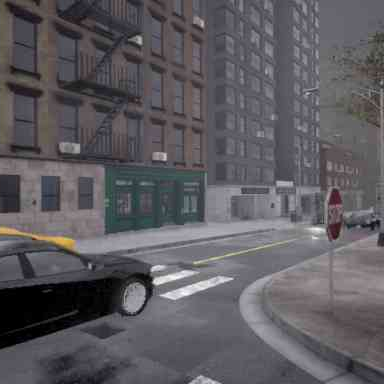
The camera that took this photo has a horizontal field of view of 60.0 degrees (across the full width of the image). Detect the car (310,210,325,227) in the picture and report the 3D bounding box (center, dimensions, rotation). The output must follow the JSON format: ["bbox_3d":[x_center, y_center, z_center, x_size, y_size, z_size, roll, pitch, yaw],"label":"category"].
[{"bbox_3d":[11.567,2.222,28.062,1.994,1.385,4.181,0,-2,39],"label":"car"}]

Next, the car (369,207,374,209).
[{"bbox_3d":[23.956,2.643,43.377,1.812,1.442,4.674,0,-1,39],"label":"car"}]

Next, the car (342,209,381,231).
[{"bbox_3d":[13.353,2.222,25.581,1.895,1.301,4.718,0,-2,39],"label":"car"}]

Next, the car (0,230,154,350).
[{"bbox_3d":[-2.779,1.526,5.443,1.882,1.535,5.008,-1,-1,39],"label":"car"}]

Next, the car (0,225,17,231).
[{"bbox_3d":[-5.043,1.548,7.332,1.882,1.535,5.008,0,-1,39],"label":"car"}]
